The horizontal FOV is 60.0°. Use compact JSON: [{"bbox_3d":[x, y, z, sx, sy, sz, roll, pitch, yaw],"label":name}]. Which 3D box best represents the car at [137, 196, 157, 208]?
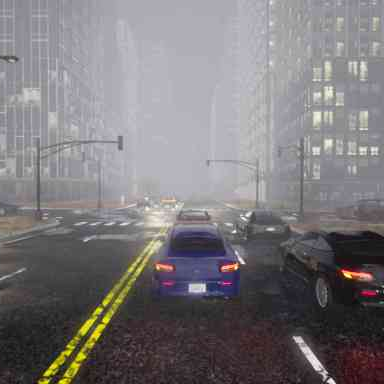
[{"bbox_3d":[-6.668,1.513,47.801,2.033,1.411,5.357,0,0,0],"label":"car"}]

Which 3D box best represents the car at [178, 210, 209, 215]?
[{"bbox_3d":[0.077,1.591,17.302,1.895,1.301,4.718,0,0,0],"label":"car"}]

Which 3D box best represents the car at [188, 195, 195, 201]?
[{"bbox_3d":[-0.117,1.466,78.940,2.033,1.411,5.357,0,0,0],"label":"car"}]

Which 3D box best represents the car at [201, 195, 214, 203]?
[{"bbox_3d":[3.251,1.547,64.774,1.895,1.301,4.718,0,0,0],"label":"car"}]

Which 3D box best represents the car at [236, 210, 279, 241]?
[{"bbox_3d":[3.330,1.555,16.140,1.994,1.385,4.181,0,0,-1],"label":"car"}]

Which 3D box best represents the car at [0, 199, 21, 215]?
[{"bbox_3d":[-18.506,1.358,30.974,4.892,1.490,1.837,1,1,2],"label":"car"}]

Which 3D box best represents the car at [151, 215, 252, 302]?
[{"bbox_3d":[0.089,1.522,8.136,1.812,1.442,4.674,0,0,0],"label":"car"}]

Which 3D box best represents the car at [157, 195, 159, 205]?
[{"bbox_3d":[-6.666,1.460,57.539,1.837,1.490,4.892,0,0,0],"label":"car"}]

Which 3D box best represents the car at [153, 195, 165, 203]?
[{"bbox_3d":[-6.623,1.448,66.893,1.837,1.490,4.892,0,0,0],"label":"car"}]

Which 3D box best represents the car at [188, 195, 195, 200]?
[{"bbox_3d":[-0.132,1.505,89.096,1.895,1.301,4.718,0,0,0],"label":"car"}]

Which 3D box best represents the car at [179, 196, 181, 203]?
[{"bbox_3d":[-3.414,1.554,58.578,1.895,1.301,4.718,0,0,0],"label":"car"}]

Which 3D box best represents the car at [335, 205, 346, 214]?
[{"bbox_3d":[16.744,1.680,33.661,4.181,1.385,1.994,1,1,1],"label":"car"}]

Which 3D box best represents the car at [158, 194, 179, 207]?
[{"bbox_3d":[-3.416,1.442,49.199,1.882,1.535,5.008,0,0,0],"label":"car"}]

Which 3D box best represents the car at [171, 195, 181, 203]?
[{"bbox_3d":[-3.353,1.418,69.106,1.882,1.535,5.008,0,0,0],"label":"car"}]

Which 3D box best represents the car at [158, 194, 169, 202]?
[{"bbox_3d":[-6.614,1.285,76.818,2.097,1.767,4.553,0,0,0],"label":"car"}]

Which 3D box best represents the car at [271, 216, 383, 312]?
[{"bbox_3d":[3.340,1.522,7.571,1.812,1.442,4.674,0,0,0],"label":"car"}]

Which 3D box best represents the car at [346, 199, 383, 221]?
[{"bbox_3d":[16.161,1.520,27.883,5.009,1.841,2.192,1,0,1],"label":"car"}]

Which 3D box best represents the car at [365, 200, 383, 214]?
[{"bbox_3d":[21.757,1.643,36.178,4.829,1.417,1.752,1,0,1],"label":"car"}]
